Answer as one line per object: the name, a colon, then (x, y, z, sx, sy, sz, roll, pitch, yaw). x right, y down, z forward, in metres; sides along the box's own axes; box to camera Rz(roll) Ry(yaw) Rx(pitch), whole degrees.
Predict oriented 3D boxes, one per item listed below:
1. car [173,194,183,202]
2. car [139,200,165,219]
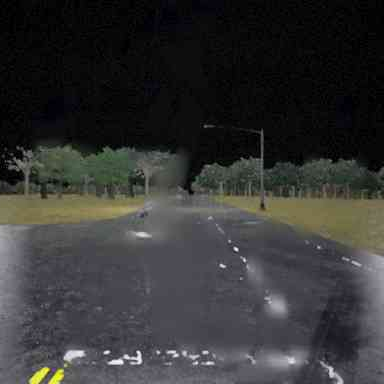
car: (-3.287, 1.369, 79.887, 2.097, 1.767, 4.553, 0, 0, 4)
car: (-3.545, 1.559, 30.126, 1.837, 1.490, 4.892, 0, 0, 0)
